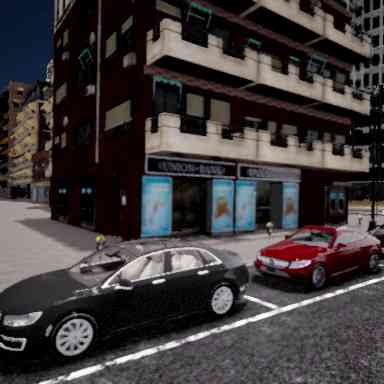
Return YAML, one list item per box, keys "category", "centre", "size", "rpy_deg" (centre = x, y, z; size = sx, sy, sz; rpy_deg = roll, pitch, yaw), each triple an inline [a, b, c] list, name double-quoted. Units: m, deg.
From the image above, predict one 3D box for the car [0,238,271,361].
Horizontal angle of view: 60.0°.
- category: "car"
  centre: [-0.935, 1.549, 5.836]
  size: [4.403, 1.369, 2.008]
  rpy_deg: [0, 1, -35]

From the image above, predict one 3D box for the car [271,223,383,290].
- category: "car"
  centre: [3.576, 1.575, 9.055]
  size: [4.206, 1.307, 1.802]
  rpy_deg: [0, 1, -35]
